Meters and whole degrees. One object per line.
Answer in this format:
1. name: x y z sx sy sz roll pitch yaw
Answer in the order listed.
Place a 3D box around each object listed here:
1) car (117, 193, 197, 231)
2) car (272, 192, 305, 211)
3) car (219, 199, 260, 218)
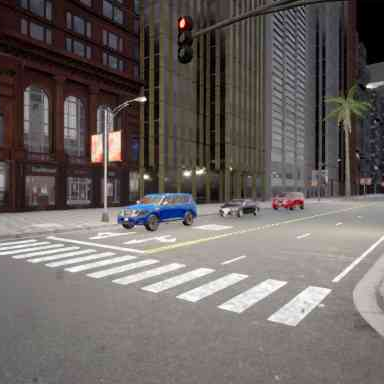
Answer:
1. car: -1.908 1.113 20.193 2.150 2.045 5.566 0 0 36
2. car: 11.045 1.022 37.766 2.150 2.045 5.566 0 0 37
3. car: 4.130 1.335 28.402 2.128 1.511 4.902 0 0 36
